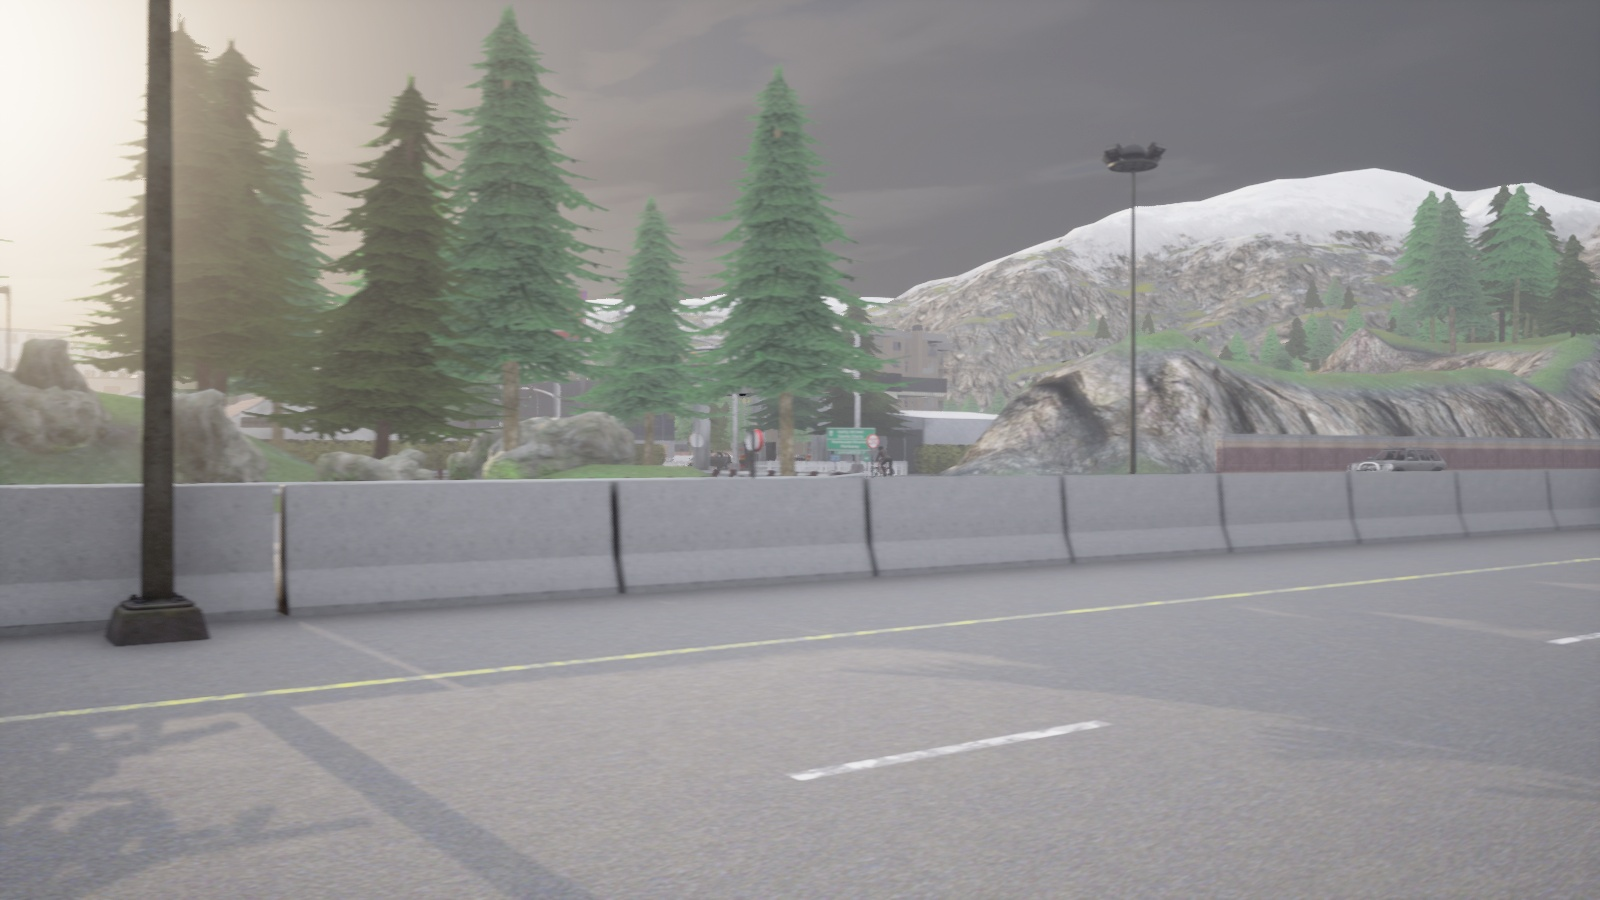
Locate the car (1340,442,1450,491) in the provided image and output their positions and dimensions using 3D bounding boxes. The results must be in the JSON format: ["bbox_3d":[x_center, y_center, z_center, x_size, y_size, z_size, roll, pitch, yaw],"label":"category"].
[{"bbox_3d":[23.717,0.637,50.017,4.605,1.855,1.932,0,0,-35],"label":"car"}]
